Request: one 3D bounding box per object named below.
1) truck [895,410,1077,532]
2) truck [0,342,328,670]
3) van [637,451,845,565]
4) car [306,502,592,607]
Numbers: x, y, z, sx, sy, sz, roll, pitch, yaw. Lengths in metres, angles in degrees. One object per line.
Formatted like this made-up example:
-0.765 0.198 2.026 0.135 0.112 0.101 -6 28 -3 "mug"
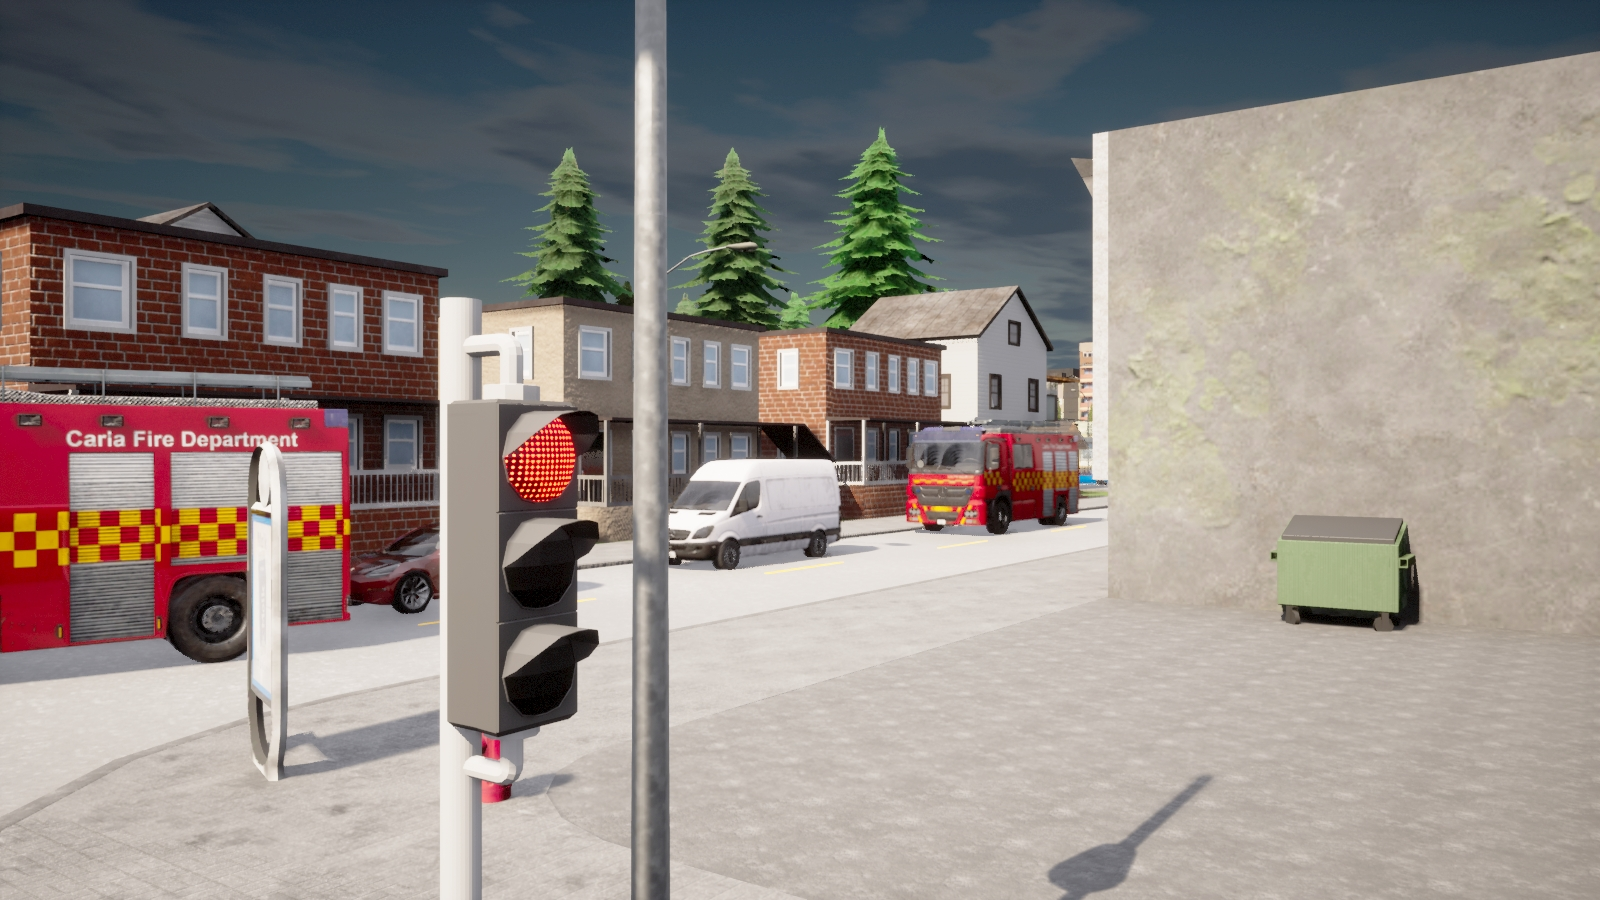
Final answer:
6.736 0.663 40.083 2.891 3.827 8.468 0 0 35 "truck"
-10.681 0.661 14.137 8.468 3.827 2.891 0 0 -39 "truck"
-1.305 1.307 28.618 1.988 2.561 5.915 0 0 35 "van"
-6.392 1.835 21.364 2.163 1.488 4.792 0 0 35 "car"
